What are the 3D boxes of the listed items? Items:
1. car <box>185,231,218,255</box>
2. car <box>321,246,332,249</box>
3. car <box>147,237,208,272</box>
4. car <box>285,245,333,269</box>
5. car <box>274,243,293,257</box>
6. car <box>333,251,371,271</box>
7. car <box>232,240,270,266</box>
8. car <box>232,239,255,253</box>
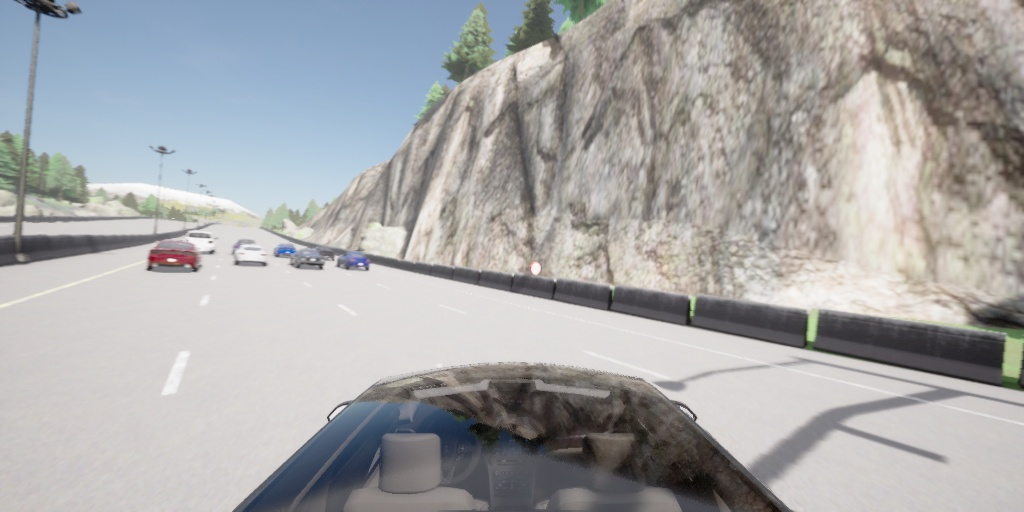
[{"bbox_3d":[-29.340,-1.304,33.829,2.150,2.045,5.566,5,0,-38],"label":"car"},{"bbox_3d":[-21.353,-0.341,40.495,1.837,1.490,4.892,5,1,-38],"label":"car"},{"bbox_3d":[-17.834,-0.075,19.159,1.882,1.535,5.008,5,0,-38],"label":"car"},{"bbox_3d":[-15.849,0.178,27.776,2.033,1.411,5.357,5,0,-38],"label":"car"},{"bbox_3d":[-24.773,-0.664,39.215,1.882,1.535,5.008,5,0,-38],"label":"car"},{"bbox_3d":[-13.384,0.366,30.295,1.812,1.442,4.674,5,0,-38],"label":"car"},{"bbox_3d":[-18.917,-0.104,26.035,1.812,1.442,4.674,5,0,-38],"label":"car"},{"bbox_3d":[-26.902,-0.970,36.273,2.097,1.767,4.553,5,0,-38],"label":"car"}]
